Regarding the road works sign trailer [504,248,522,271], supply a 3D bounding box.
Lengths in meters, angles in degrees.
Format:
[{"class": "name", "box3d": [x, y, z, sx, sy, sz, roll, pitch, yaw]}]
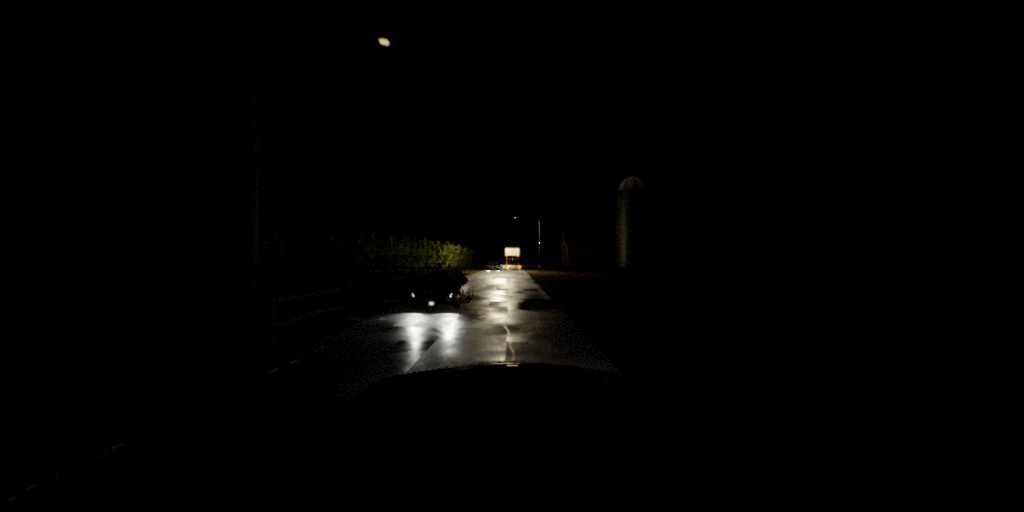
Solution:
[{"class": "road works sign trailer", "box3d": [0.034, 0.418, 55.295, 2.380, 3.560, 2.880, 0, 0, -10]}]

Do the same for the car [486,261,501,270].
[{"class": "car", "box3d": [-2.831, 1.462, 55.937, 1.837, 1.490, 4.892, 0, 0, 0]}]

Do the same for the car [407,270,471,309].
[{"class": "car", "box3d": [-2.854, 1.308, 15.353, 2.033, 1.411, 5.357, 0, 0, 0]}]
